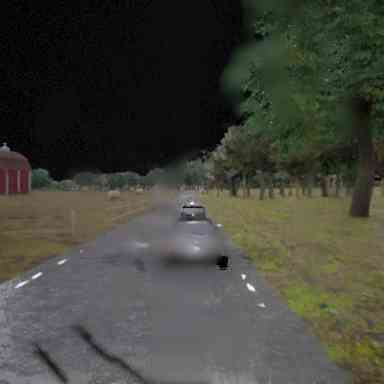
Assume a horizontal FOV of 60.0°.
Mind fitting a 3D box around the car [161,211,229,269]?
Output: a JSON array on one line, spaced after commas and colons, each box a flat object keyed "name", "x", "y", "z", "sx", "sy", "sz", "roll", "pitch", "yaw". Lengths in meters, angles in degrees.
[{"name": "car", "x": 0.084, "y": 1.540, "z": 11.088, "sx": 1.994, "sy": 1.385, "sz": 4.181, "roll": 0, "pitch": 0, "yaw": 0}]

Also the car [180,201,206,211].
[{"name": "car", "x": 0.086, "y": 1.431, "z": 26.434, "sx": 2.128, "sy": 1.511, "sz": 4.902, "roll": 0, "pitch": 0, "yaw": 0}]

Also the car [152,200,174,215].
[{"name": "car", "x": -2.846, "y": 1.519, "z": 33.376, "sx": 1.895, "sy": 1.301, "sz": 4.718, "roll": 0, "pitch": 0, "yaw": 0}]
